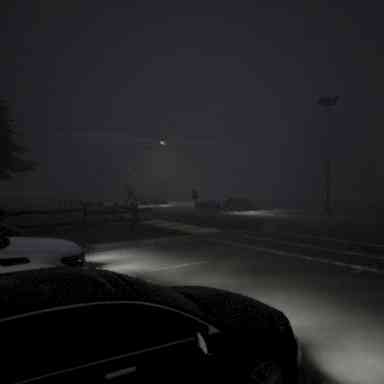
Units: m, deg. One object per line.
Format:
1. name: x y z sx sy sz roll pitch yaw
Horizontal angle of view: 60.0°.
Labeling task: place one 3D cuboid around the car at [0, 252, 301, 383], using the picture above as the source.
1. car: -1.032 1.503 3.064 4.892 1.490 1.837 0 0 -35

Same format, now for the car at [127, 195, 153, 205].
1. car: -8.910 1.287 54.701 2.097 1.767 4.553 0 0 -35

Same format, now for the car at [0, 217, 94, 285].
1. car: -5.182 1.524 8.700 4.674 1.442 1.812 0 0 -35

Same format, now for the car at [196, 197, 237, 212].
1. car: 2.591 1.533 38.164 1.895 1.301 4.718 0 0 -35

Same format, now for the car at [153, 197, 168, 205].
1. car: -5.764 1.488 56.306 1.994 1.385 4.181 0 0 -35

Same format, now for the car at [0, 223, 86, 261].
1. car: -4.372 1.224 4.995 5.566 2.045 2.150 0 0 -35

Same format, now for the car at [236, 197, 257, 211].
1. car: 5.639 1.422 39.914 1.837 1.490 4.892 0 2 -35
